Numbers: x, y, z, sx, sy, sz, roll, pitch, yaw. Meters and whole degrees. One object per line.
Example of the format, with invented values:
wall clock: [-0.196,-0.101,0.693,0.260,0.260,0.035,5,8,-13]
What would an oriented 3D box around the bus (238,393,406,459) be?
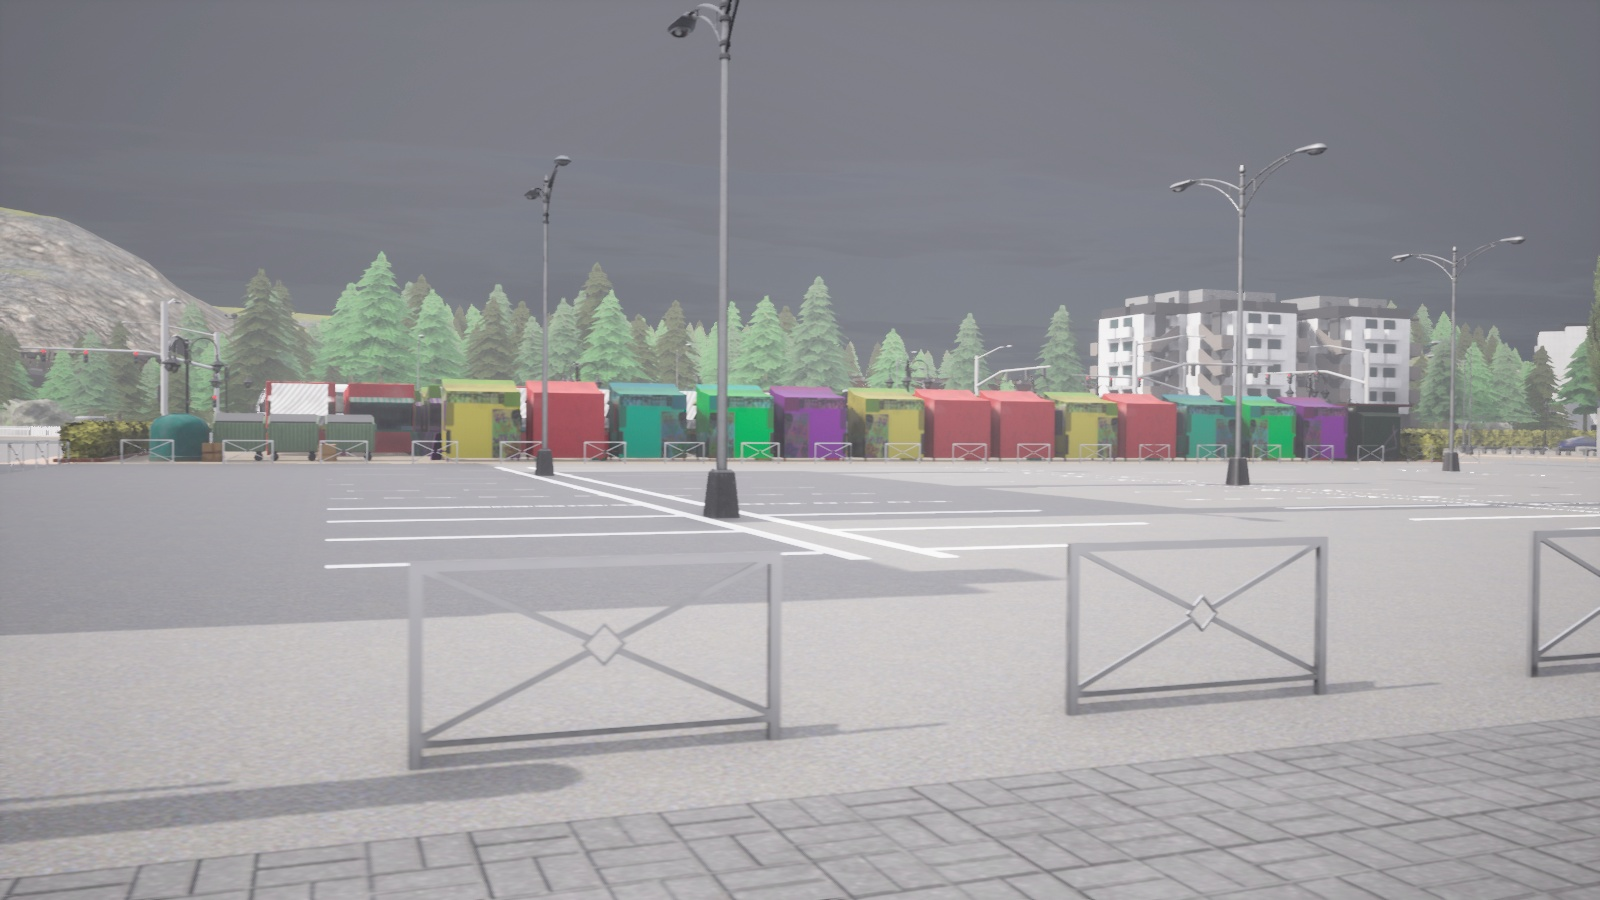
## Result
bus: [-31.930,-1.604,84.152,10.273,4.253,3.944,-1,0,-22]
